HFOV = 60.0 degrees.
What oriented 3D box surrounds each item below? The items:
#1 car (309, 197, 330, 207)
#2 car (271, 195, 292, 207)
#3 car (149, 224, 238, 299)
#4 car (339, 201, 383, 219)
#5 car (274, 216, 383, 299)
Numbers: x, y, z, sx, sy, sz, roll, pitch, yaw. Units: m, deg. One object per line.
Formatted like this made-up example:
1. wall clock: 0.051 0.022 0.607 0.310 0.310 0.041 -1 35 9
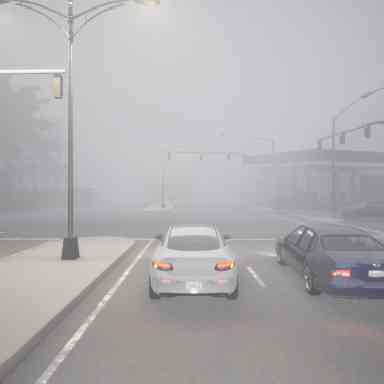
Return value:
1. car: 18.622 1.456 48.737 1.970 1.475 3.806 0 0 0
2. car: 12.882 1.295 47.935 2.242 1.667 4.611 0 0 0
3. car: 0.029 1.526 8.303 1.812 1.442 4.674 0 0 0
4. car: 14.744 1.526 27.801 4.674 1.442 1.812 0 0 -1
5. car: 3.508 1.547 8.611 2.033 1.411 5.357 0 0 3
